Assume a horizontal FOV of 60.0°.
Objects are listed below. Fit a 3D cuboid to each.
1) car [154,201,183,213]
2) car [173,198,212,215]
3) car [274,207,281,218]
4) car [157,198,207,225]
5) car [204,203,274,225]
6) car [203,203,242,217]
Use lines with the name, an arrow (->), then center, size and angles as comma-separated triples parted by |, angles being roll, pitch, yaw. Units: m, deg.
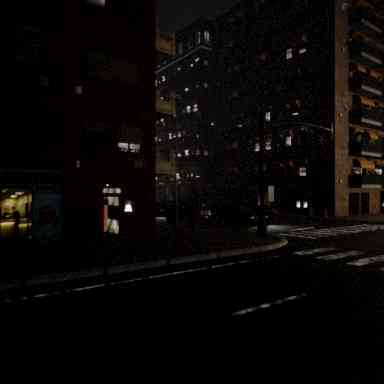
car -> -3.280, 2.024, 45.615 | 2.008, 1.369, 4.403 | -1, 0, -36
car -> 0.010, 1.718, 41.128 | 2.192, 1.841, 5.009 | -1, 0, -36
car -> 6.605, 1.843, 32.151 | 1.802, 1.307, 4.206 | -1, 0, -36
car -> -0.390, 1.586, 27.061 | 2.192, 1.841, 5.009 | -1, 0, -36
car -> 3.580, 1.778, 26.346 | 2.033, 1.411, 5.357 | 0, -1, -34
car -> 3.310, 1.898, 36.639 | 1.947, 1.339, 4.313 | -1, 0, -36
